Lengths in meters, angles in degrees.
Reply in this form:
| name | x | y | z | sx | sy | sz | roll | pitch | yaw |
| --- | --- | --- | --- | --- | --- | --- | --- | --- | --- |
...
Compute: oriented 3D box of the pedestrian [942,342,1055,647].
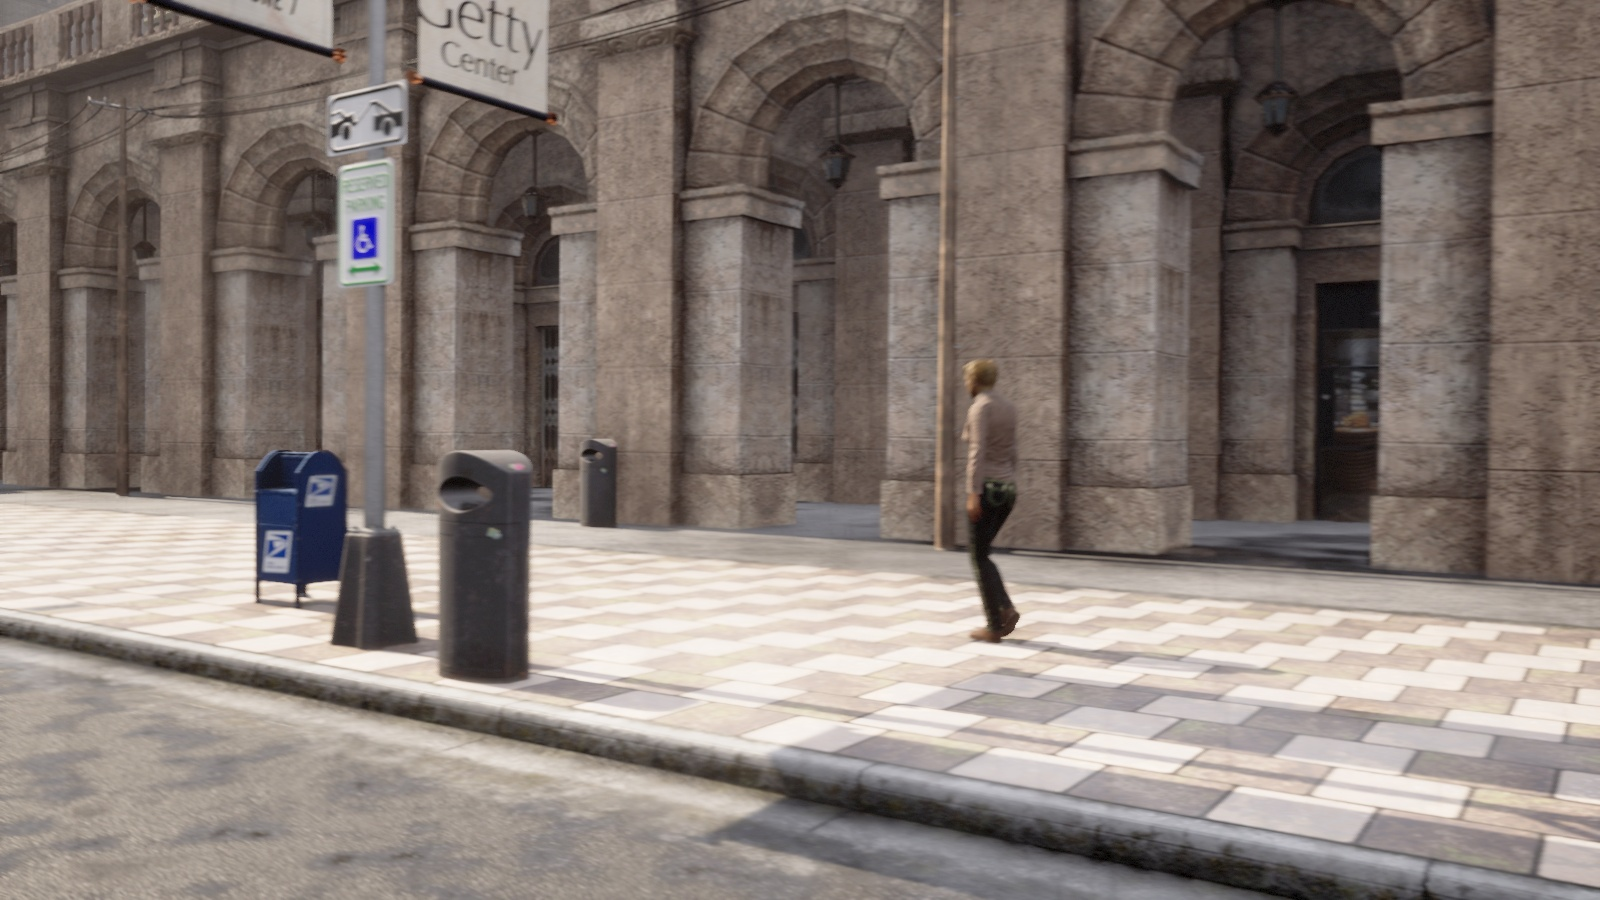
| name | x | y | z | sx | sy | sz | roll | pitch | yaw |
| --- | --- | --- | --- | --- | --- | --- | --- | --- | --- |
| pedestrian | 1.249 | 0.268 | 7.954 | 0.331 | 1.846 | 0.634 | -1 | 1 | -40 |
